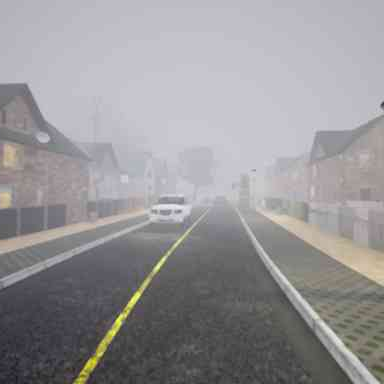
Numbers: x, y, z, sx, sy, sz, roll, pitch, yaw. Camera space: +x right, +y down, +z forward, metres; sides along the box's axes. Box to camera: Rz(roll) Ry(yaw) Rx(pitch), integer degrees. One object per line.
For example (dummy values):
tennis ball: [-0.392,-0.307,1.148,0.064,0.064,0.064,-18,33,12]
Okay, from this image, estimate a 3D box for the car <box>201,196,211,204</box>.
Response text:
car: [2.863,1.519,62.786,1.994,1.385,4.181,0,0,6]

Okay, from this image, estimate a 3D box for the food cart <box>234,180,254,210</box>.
food cart: [6.603,0.398,42.509,2.280,3.560,4.660,-1,-1,6]

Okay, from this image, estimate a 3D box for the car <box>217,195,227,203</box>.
car: [6.212,1.406,68.336,1.837,1.490,4.892,0,0,6]

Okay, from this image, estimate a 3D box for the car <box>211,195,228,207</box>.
car: [4.328,1.287,49.825,2.097,1.767,4.553,0,0,6]

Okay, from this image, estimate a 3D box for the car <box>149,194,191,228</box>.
car: [-1.304,1.159,22.317,2.150,2.045,5.566,0,0,6]
